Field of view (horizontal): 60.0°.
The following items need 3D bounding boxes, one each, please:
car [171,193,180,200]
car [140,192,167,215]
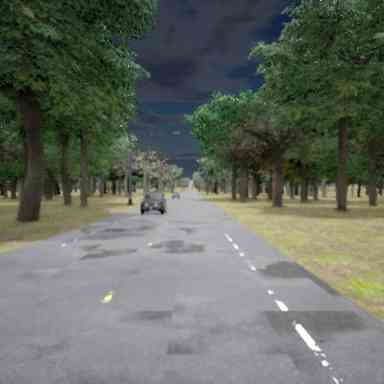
[{"bbox_3d":[-3.516,0.948,73.420,1.837,1.490,4.892,0,1,0],"label":"car"},{"bbox_3d":[-3.602,1.037,32.029,2.150,2.045,5.566,0,0,0],"label":"car"}]
